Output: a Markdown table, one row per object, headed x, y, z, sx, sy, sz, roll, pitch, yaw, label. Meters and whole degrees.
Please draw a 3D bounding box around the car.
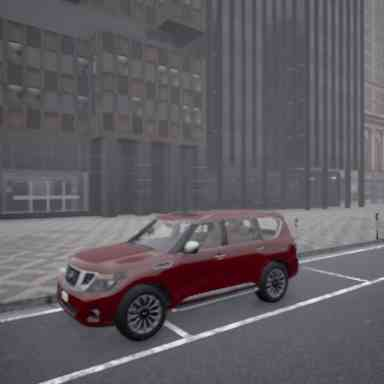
| x | y | z | sx | sy | sz | roll | pitch | yaw | label |
| --- | --- | --- | --- | --- | --- | --- | --- | --- | --- |
| 0.054 | 1.317 | 6.693 | 5.009 | 1.841 | 2.192 | 0 | 0 | -36 | car |
